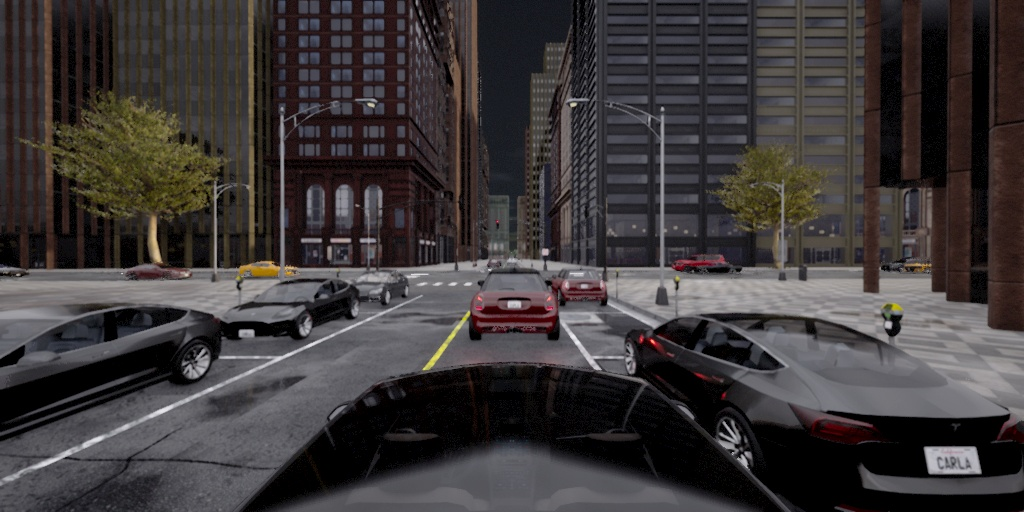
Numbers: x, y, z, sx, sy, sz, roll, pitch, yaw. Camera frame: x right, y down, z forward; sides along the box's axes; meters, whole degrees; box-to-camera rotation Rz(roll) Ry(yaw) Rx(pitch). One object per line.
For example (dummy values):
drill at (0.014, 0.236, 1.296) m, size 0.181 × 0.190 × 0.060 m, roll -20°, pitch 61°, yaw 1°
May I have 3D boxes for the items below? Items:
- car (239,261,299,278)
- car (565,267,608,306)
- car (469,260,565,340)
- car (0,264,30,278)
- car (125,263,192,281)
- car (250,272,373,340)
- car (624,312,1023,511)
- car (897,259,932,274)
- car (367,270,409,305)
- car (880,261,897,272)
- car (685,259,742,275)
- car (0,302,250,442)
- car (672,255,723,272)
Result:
car at (-22.721, 1.268, 33.688) m, size 5.008 × 1.535 × 1.882 m, roll 0°, pitch 0°, yaw 0°
car at (2.771, 1.178, 15.597) m, size 1.967 × 1.591 × 4.097 m, roll 0°, pitch 0°, yaw 0°
car at (0.072, 1.095, 10.058) m, size 2.097 × 1.767 × 4.553 m, roll 0°, pitch 0°, yaw 1°
car at (-49.043, 1.412, 33.720) m, size 5.357 × 1.411 × 2.033 m, roll 0°, pitch 0°, yaw 0°
car at (-29.973, 1.354, 30.429) m, size 4.674 × 1.442 × 1.812 m, roll 0°, pitch 0°, yaw 0°
car at (-5.758, 1.309, 9.964) m, size 1.948 × 1.339 × 4.313 m, roll 0°, pitch 0°, yaw 0°
car at (2.763, 1.313, 4.324) m, size 1.948 × 1.339 × 4.313 m, roll 0°, pitch 0°, yaw 0°
car at (43.719, 1.095, 37.193) m, size 5.008 × 1.535 × 1.882 m, roll 0°, pitch 0°, yaw 0°
car at (-5.755, 1.289, 15.600) m, size 2.007 × 1.370 × 4.403 m, roll 0°, pitch 0°, yaw 0°
car at (44.578, 1.104, 40.437) m, size 4.892 × 1.490 × 1.837 m, roll 0°, pitch 0°, yaw 0°
car at (21.017, 1.264, 37.208) m, size 4.718 × 1.301 × 1.895 m, roll 0°, pitch 0°, yaw 0°
car at (-5.762, 1.313, 4.327) m, size 1.948 × 1.339 × 4.313 m, roll 0°, pitch 0°, yaw 0°
car at (21.095, 0.866, 40.453) m, size 5.566 × 2.045 × 2.150 m, roll 0°, pitch 0°, yaw 0°
